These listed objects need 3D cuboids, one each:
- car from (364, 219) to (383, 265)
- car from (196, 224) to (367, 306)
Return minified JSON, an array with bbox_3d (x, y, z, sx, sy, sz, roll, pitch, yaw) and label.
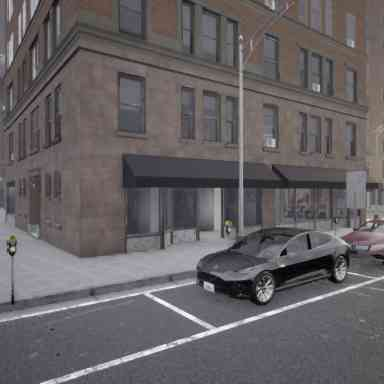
[{"bbox_3d":[6.575,1.583,11.292,4.206,1.307,1.802,0,0,-36],"label":"car"},{"bbox_3d":[2.112,1.566,8.074,4.313,1.339,1.947,0,0,-36],"label":"car"}]
